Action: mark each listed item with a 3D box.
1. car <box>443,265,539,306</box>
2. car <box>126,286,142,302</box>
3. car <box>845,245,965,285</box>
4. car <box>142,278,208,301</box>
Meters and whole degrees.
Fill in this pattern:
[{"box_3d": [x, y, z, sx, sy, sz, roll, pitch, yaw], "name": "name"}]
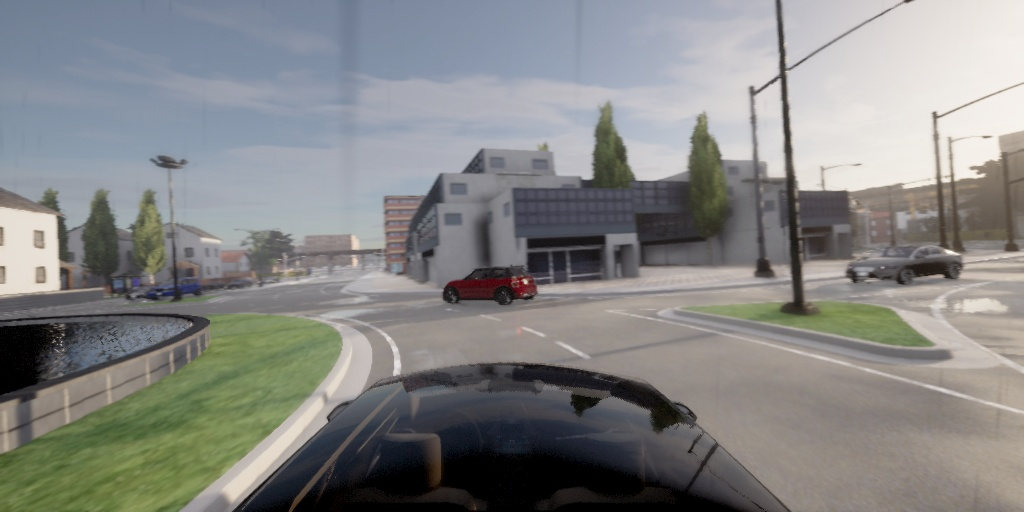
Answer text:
[{"box_3d": [-1.130, 1.283, 16.747, 4.553, 1.767, 2.097, -4, -1, 34], "name": "car"}, {"box_3d": [-38.593, 3.872, 38.251, 2.128, 1.511, 4.902, -3, 0, -17], "name": "car"}, {"box_3d": [16.658, 0.325, 15.283, 4.902, 1.511, 2.128, -4, 0, -15], "name": "car"}, {"box_3d": [-34.656, 3.353, 37.128, 2.150, 2.045, 5.566, -3, 0, -15], "name": "car"}]
